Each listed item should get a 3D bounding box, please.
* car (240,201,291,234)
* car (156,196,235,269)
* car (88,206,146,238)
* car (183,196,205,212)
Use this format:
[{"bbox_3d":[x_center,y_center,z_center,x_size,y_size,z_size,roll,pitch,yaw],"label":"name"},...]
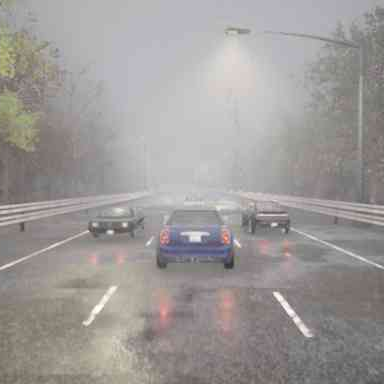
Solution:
[{"bbox_3d":[3.647,1.201,17.159,2.128,1.511,4.902,0,1,0],"label":"car"},{"bbox_3d":[0.124,1.173,10.671,2.097,1.767,4.553,0,1,1],"label":"car"},{"bbox_3d":[-3.357,1.333,15.910,1.895,1.301,4.718,0,1,0],"label":"car"},{"bbox_3d":[0.188,1.055,31.946,1.895,1.301,4.718,0,1,0],"label":"car"}]
